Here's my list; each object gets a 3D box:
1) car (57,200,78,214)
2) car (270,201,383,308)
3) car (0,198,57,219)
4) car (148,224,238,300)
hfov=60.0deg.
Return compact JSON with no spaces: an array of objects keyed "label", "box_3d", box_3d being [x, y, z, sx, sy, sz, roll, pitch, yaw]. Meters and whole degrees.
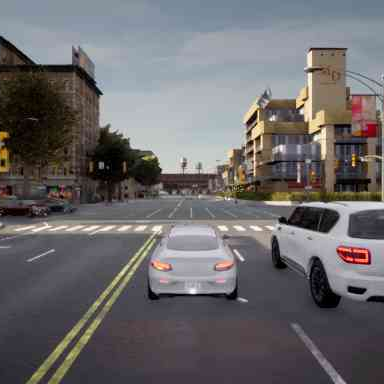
[{"label":"car","box_3d":[-14.472,1.505,34.696,4.892,1.490,1.837,0,0,-8]},{"label":"car","box_3d":[3.511,1.221,8.053,2.150,2.045,5.566,0,0,0]},{"label":"car","box_3d":[-14.747,1.351,29.334,4.553,1.767,2.097,0,0,17]},{"label":"car","box_3d":[0.012,1.526,8.284,1.812,1.442,4.674,0,0,0]}]
